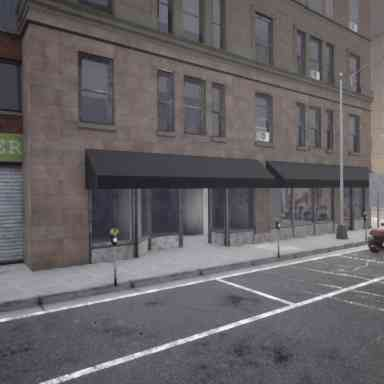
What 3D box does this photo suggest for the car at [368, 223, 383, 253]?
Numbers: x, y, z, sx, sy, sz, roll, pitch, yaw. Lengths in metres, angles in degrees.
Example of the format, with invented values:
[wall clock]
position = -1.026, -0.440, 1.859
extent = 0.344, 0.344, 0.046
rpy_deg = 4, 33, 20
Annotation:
[car]
position = 8.394, 1.542, 12.575
extent = 4.507, 1.381, 1.887
rpy_deg = 0, -1, -36
